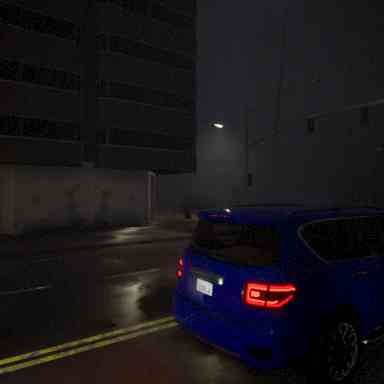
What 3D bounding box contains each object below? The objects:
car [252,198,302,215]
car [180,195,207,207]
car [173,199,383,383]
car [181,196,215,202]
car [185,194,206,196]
[{"bbox_3d":[8.816,1.491,34.989,2.128,1.511,4.902,0,0,-36],"label":"car"},{"bbox_3d":[0.188,1.352,53.043,2.097,1.767,4.553,0,0,-36],"label":"car"},{"bbox_3d":[2.348,1.221,5.483,5.566,2.045,2.150,0,0,-35],"label":"car"},{"bbox_3d":[0.718,1.548,40.143,2.033,1.411,5.357,0,0,-36],"label":"car"},{"bbox_3d":[0.912,1.224,45.818,2.150,2.045,5.566,0,0,-36],"label":"car"}]
